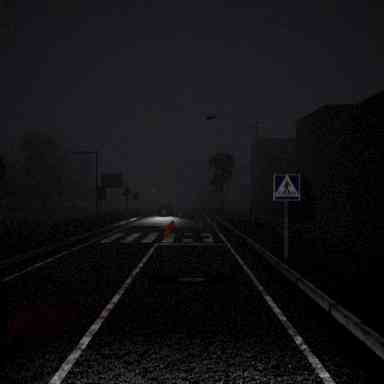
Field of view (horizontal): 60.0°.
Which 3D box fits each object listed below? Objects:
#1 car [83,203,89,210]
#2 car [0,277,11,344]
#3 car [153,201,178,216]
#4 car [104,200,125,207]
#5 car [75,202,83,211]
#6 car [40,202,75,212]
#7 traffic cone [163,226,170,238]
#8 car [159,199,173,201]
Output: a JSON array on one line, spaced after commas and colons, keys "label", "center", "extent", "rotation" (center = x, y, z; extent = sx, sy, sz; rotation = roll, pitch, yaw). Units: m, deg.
[{"label": "car", "center": [-21.853, 2.549, 59.895], "extent": [5.008, 1.535, 2.097], "rotation": [0, -1, 0]}, {"label": "car", "center": [-3.346, 1.494, 2.472], "extent": [2.128, 1.511, 4.902], "rotation": [0, 0, 0]}, {"label": "car", "center": [-3.191, 2.178, 40.785], "extent": [2.128, 1.511, 4.902], "rotation": [0, -1, 0]}, {"label": "car", "center": [-21.741, 3.249, 91.521], "extent": [5.008, 1.535, 2.097], "rotation": [0, -1, 0]}, {"label": "car", "center": [-21.852, 2.478, 56.622], "extent": [4.892, 1.521, 2.231], "rotation": [0, -1, 0]}, {"label": "car", "center": [-21.865, 2.445, 53.346], "extent": [4.674, 1.452, 2.002], "rotation": [0, -1, 0]}, {"label": "traffic cone", "center": [-1.371, 2.138, 17.753], "extent": [0.340, 0.580, 0.340], "rotation": [0, -1, 0]}, {"label": "car", "center": [-8.652, 3.320, 94.243], "extent": [4.892, 1.521, 2.231], "rotation": [0, -1, 0]}]
